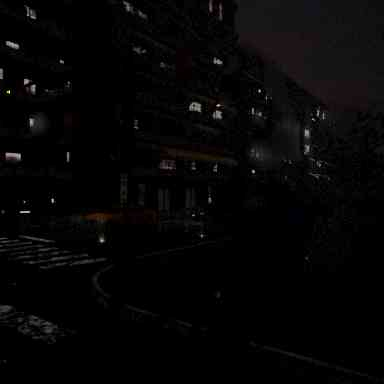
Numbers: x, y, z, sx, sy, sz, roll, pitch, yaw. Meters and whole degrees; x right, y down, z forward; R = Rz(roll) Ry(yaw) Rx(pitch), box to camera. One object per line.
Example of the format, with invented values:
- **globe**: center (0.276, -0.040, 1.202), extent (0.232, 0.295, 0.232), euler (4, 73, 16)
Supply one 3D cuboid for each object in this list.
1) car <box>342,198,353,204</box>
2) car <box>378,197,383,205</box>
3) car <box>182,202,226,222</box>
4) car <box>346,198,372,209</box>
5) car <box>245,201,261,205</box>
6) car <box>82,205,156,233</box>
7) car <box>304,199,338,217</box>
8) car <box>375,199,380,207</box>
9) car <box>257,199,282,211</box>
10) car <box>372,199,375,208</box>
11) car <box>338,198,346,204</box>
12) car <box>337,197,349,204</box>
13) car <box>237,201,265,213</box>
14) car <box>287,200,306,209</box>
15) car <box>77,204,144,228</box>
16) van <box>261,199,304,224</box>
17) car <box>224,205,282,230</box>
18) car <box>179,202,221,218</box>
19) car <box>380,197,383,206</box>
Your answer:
- **car**: center (40.200, 2.219, 85.913), extent (1.752, 1.417, 4.829), euler (1, 0, 36)
- **car**: center (47.042, 2.150, 81.068), extent (2.192, 1.841, 5.009), euler (1, 0, 36)
- **car**: center (1.551, 1.695, 29.174), extent (1.837, 1.490, 4.892), euler (1, 0, 36)
- **car**: center (27.327, 1.891, 54.355), extent (2.192, 1.841, 5.009), euler (1, 0, 36)
- **car**: center (8.097, 1.759, 38.029), extent (1.882, 1.535, 5.008), euler (1, 0, 37)
- **car**: center (-4.412, 1.585, 21.107), extent (1.882, 1.535, 5.008), euler (1, 0, 37)
- **car**: center (14.183, 1.837, 36.546), extent (1.967, 1.590, 4.097), euler (1, 0, 36)
- **car**: center (33.896, 2.103, 63.259), extent (1.967, 1.590, 4.097), euler (1, 0, 36)
- **car**: center (10.731, 1.743, 45.981), extent (1.967, 1.590, 4.097), euler (1, 0, 36)
- **car**: center (30.609, 2.201, 58.806), extent (1.802, 1.307, 4.206), euler (1, 0, 36)
- **car**: center (33.729, 2.176, 77.145), extent (1.947, 1.339, 4.313), euler (1, 0, 36)
- **car**: center (37.017, 2.093, 81.598), extent (1.967, 1.590, 4.097), euler (1, 0, 36)
- **car**: center (7.444, 1.840, 41.528), extent (1.802, 1.307, 4.206), euler (1, 0, 36)
- **car**: center (17.301, 1.974, 54.885), extent (1.802, 1.307, 4.206), euler (1, 0, 36)
- **car**: center (-5.699, 1.626, 23.720), extent (2.008, 1.369, 4.403), euler (1, 0, 36)
- **van**: center (7.612, 1.647, 27.642), extent (1.690, 1.788, 3.998), euler (1, 0, 36)
- **car**: center (4.324, 1.826, 23.189), extent (1.947, 1.339, 4.313), euler (1, 0, 36)
- **car**: center (0.873, 1.712, 32.623), extent (1.887, 1.381, 4.507), euler (1, 0, 36)
- **car**: center (37.181, 2.251, 67.711), extent (1.887, 1.381, 4.507), euler (1, 0, 36)
